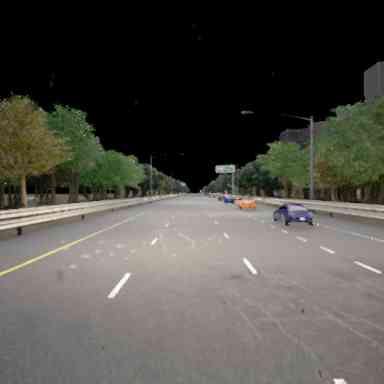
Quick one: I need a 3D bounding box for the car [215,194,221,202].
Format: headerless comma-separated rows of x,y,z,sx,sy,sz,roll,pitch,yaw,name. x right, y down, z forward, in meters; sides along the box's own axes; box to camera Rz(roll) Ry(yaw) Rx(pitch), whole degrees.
7.411,1.611,83.331,1.837,1.490,4.892,0,0,1,car

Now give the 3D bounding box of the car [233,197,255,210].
7.127,1.404,44.767,2.097,1.767,4.553,0,0,0,car

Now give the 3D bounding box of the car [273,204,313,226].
7.039,1.554,23.480,1.812,1.442,4.674,0,0,0,car

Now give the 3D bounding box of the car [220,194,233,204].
7.265,1.566,66.310,1.882,1.535,5.008,0,0,0,car
